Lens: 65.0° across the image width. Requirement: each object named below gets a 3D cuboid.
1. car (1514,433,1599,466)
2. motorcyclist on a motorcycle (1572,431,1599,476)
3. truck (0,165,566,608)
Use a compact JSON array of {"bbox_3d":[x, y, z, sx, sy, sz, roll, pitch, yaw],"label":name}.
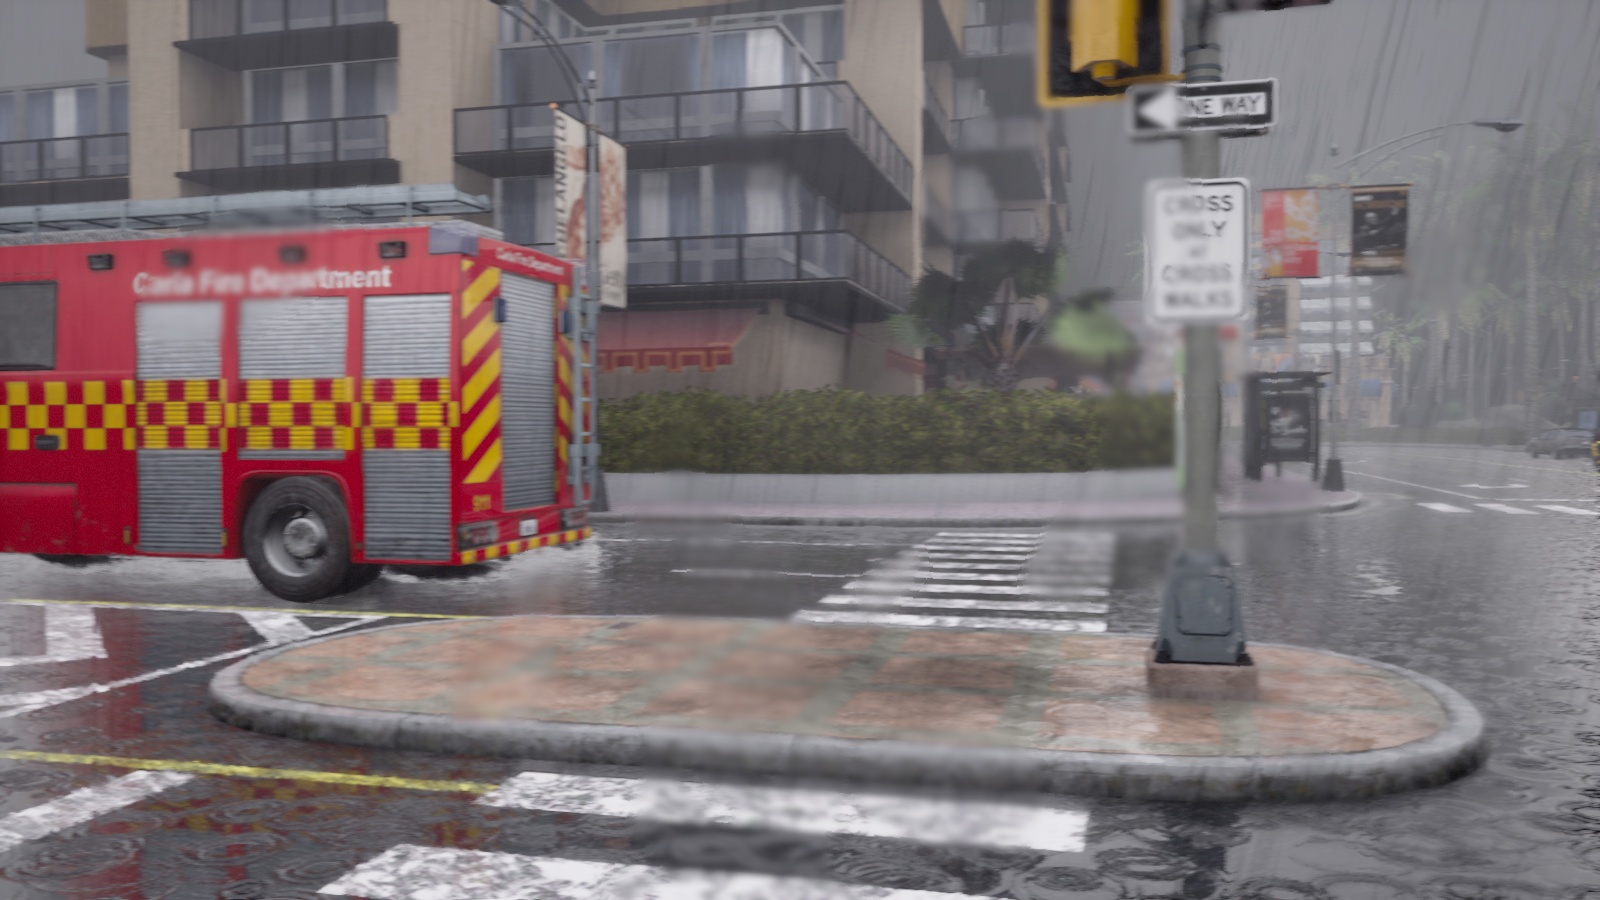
[{"bbox_3d":[34.867,-0.050,57.822,2.033,1.411,5.357,0,1,13],"label":"car"},{"bbox_3d":[27.709,0.114,43.750,0.797,1.523,2.044,0,1,14],"label":"motorcyclist on a motorcycle"},{"bbox_3d":[-7.010,-0.602,13.284,8.468,3.827,2.891,1,1,14],"label":"truck"}]
